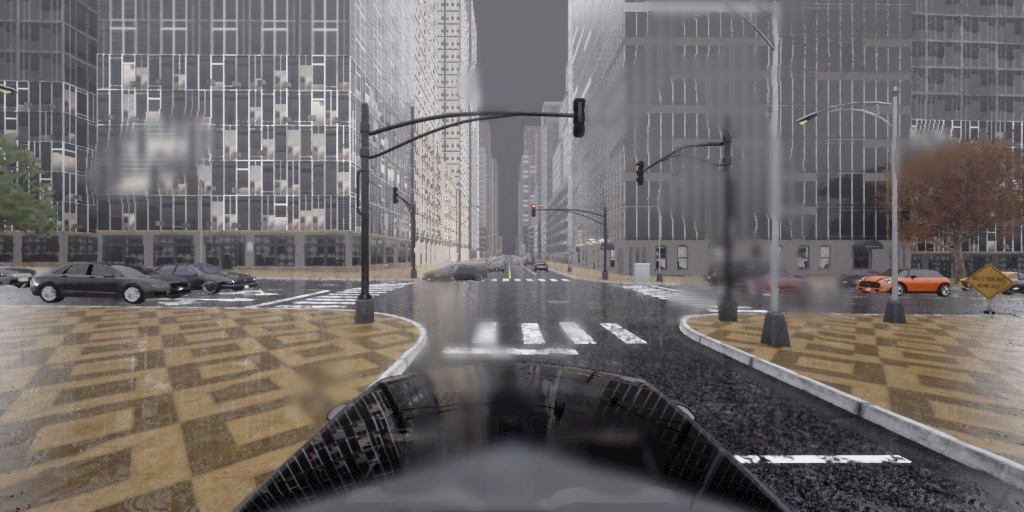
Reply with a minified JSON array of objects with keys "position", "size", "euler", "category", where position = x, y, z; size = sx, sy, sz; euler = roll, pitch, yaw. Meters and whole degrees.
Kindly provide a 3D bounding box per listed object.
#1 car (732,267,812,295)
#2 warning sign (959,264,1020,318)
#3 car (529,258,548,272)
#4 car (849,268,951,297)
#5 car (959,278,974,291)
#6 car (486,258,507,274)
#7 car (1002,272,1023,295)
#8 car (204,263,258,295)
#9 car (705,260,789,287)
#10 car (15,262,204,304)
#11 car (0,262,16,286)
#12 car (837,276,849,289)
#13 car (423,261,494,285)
[{"position":[16.090,1.631,22.339],"size":[4.181,1.385,1.994],"euler":[1,0,-3],"category":"car"},{"position":[17.214,1.204,12.935],"size":[1.060,1.860,1.300],"euler":[0,0,-3],"category":"warning sign"},{"position":[3.670,1.329,46.659],"size":[1.948,1.339,4.313],"euler":[0,0,-1],"category":"car"},{"position":[24.784,1.575,22.790],"size":[4.553,1.767,2.097],"euler":[1,0,-3],"category":"car"},{"position":[36.321,1.907,26.640],"size":[5.008,1.535,1.882],"euler":[1,0,-3],"category":"car"},{"position":[-1.750,1.272,42.538],"size":[1.837,1.490,4.892],"euler":[0,0,-1],"category":"car"},{"position":[34.594,1.963,23.296],"size":[4.181,1.385,1.994],"euler":[1,0,-2],"category":"car"},{"position":[-15.438,1.040,17.272],"size":[5.357,1.411,2.033],"euler":[1,0,0],"category":"car"},{"position":[16.903,1.303,25.635],"size":[5.566,2.045,2.150],"euler":[1,0,-3],"category":"car"},{"position":[-15.426,0.998,13.984],"size":[4.892,1.490,1.837],"euler":[1,0,-3],"category":"car"},{"position":[-25.372,0.802,16.723],"size":[4.902,1.511,2.128],"euler":[1,0,-3],"category":"car"},{"position":[26.292,1.813,26.127],"size":[4.181,1.385,1.994],"euler":[1,0,-3],"category":"car"},{"position":[-4.003,1.312,26.760],"size":[2.033,1.411,5.357],"euler":[1,0,36],"category":"car"}]
